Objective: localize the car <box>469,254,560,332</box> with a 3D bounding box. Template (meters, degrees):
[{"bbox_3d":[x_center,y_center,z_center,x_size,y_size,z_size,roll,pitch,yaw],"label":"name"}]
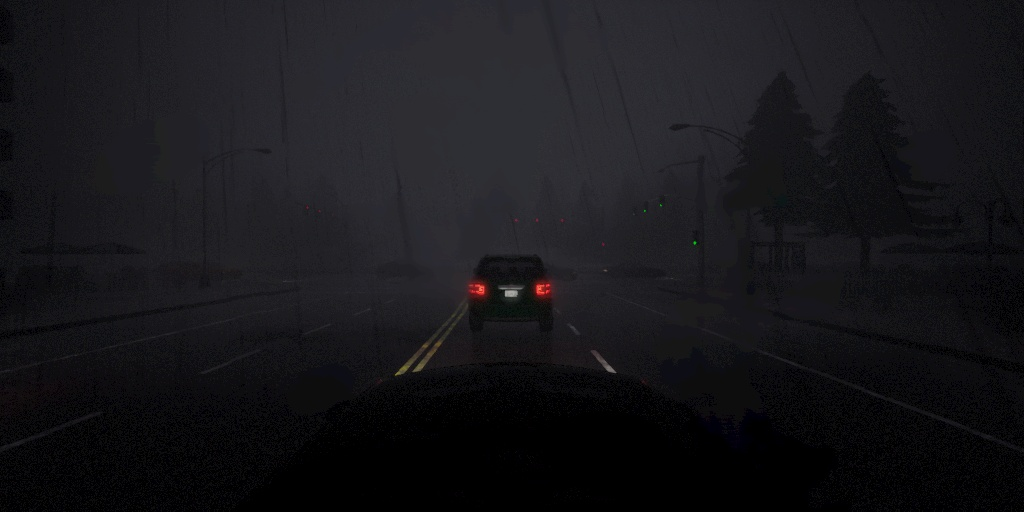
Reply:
[{"bbox_3d":[-0.018,0.971,11.060,2.150,2.045,5.566,0,0,0],"label":"car"}]

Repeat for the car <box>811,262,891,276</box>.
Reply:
[{"bbox_3d":[32.705,1.242,34.701,5.357,1.411,2.033,0,0,1],"label":"car"}]

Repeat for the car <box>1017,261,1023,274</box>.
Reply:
[{"bbox_3d":[50.242,1.200,35.123,4.892,1.490,1.837,0,0,21],"label":"car"}]

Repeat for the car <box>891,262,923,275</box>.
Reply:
[{"bbox_3d":[39.743,1.295,37.680,4.718,1.301,1.895,0,0,7],"label":"car"}]

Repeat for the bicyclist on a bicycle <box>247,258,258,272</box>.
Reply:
[{"bbox_3d":[-30.088,0.995,41.582,0.582,1.620,1.656,0,0,0],"label":"bicyclist on a bicycle"}]

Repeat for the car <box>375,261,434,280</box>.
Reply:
[{"bbox_3d":[-9.149,1.219,30.767,4.892,1.490,1.837,0,0,-1],"label":"car"}]

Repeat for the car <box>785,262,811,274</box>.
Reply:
[{"bbox_3d":[30.612,1.295,38.206,4.718,1.301,1.895,0,0,1],"label":"car"}]

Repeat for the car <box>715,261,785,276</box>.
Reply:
[{"bbox_3d":[22.954,1.186,34.707,4.902,1.511,2.128,0,0,0],"label":"car"}]

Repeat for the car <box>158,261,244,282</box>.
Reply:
[{"bbox_3d":[-23.164,1.172,27.126,5.008,1.535,1.882,0,0,-1],"label":"car"}]

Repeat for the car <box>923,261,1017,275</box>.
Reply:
[{"bbox_3d":[42.817,1.186,33.635,4.902,1.511,2.128,0,0,13],"label":"car"}]

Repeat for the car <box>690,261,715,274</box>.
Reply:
[{"bbox_3d":[21.507,1.220,38.202,4.674,1.442,1.812,0,0,0],"label":"car"}]

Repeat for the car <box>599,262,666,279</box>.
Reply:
[{"bbox_3d":[10.326,1.251,30.930,5.357,1.411,2.033,0,0,-1],"label":"car"}]

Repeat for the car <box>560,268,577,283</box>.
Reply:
[{"bbox_3d":[2.468,1.209,27.366,5.008,1.535,1.882,0,0,0],"label":"car"}]

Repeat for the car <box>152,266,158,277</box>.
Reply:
[{"bbox_3d":[-27.615,1.199,30.548,4.892,1.490,1.837,0,0,-1],"label":"car"}]
